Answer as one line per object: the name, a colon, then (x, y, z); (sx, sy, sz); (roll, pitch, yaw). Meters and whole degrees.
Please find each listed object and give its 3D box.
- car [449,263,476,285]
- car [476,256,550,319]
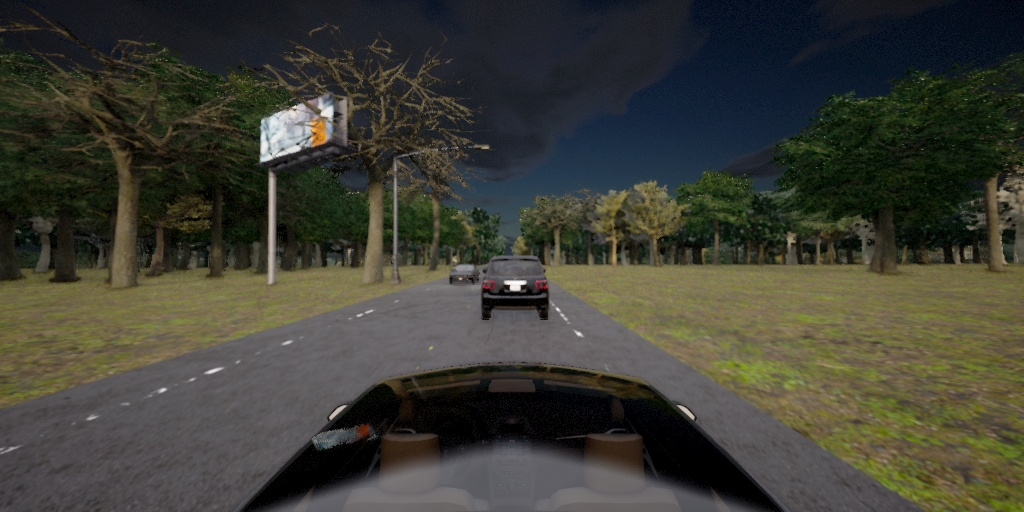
car: (-3.596, 1.337, 27.606); (1.882, 1.535, 5.008); (0, 0, 0)
car: (0.099, 1.024, 13.126); (2.150, 2.045, 5.566); (0, 0, 0)
